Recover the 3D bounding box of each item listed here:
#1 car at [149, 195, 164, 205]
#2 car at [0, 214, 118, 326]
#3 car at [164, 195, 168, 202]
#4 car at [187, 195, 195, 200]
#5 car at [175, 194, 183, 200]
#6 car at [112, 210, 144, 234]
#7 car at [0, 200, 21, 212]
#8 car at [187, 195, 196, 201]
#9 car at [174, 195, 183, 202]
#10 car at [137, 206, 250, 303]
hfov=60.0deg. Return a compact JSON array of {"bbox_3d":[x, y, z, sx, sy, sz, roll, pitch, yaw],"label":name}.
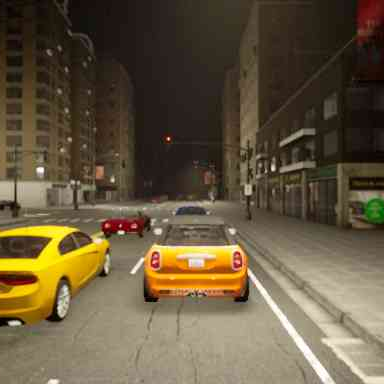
[{"bbox_3d":[-6.713,1.550,61.578,1.812,1.442,4.674,0,0,0],"label":"car"},{"bbox_3d":[-3.169,1.478,7.236,1.882,1.535,5.008,0,0,0],"label":"car"},{"bbox_3d":[-6.709,1.393,77.622,2.097,1.767,4.553,0,0,0],"label":"car"},{"bbox_3d":[-0.245,1.477,91.029,2.033,1.411,5.357,0,0,0],"label":"car"},{"bbox_3d":[-3.496,1.416,91.020,1.882,1.535,5.008,0,0,0],"label":"car"},{"bbox_3d":[-3.297,1.602,17.656,1.895,1.301,4.718,0,0,0],"label":"car"},{"bbox_3d":[-22.253,1.596,38.726,4.313,1.339,1.947,0,0,0],"label":"car"},{"bbox_3d":[-0.218,1.394,80.994,2.097,1.767,4.553,0,0,0],"label":"car"},{"bbox_3d":[-3.467,1.538,80.598,1.837,1.490,4.892,0,0,0],"label":"car"},{"bbox_3d":[0.078,1.353,8.393,2.097,1.767,4.553,0,0,0],"label":"car"}]
